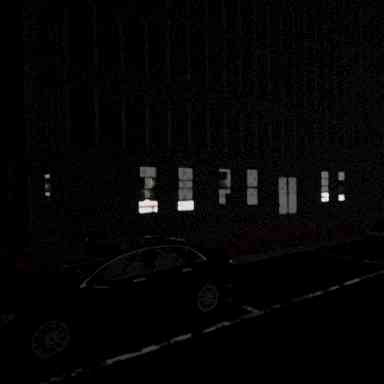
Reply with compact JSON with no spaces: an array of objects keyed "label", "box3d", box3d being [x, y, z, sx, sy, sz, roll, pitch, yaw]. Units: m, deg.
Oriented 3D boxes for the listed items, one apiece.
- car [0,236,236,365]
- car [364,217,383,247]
[{"label":"car","box3d":[-1.206,1.505,5.697,4.403,1.369,2.008,-1,1,-35]},{"label":"car","box3d":[8.064,1.304,12.301,4.206,1.307,1.802,-1,1,-35]}]
